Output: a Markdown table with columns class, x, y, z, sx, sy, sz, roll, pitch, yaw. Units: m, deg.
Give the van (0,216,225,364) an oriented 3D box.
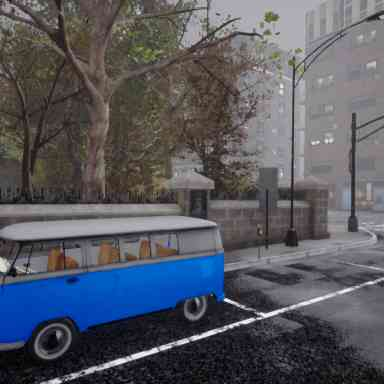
| class | x | y | z | sx | sy | sz | roll | pitch | yaw |
| --- | --- | --- | --- | --- | --- | --- | --- | --- | --- |
| van | -1.303 | 1.342 | 5.563 | 3.998 | 1.788 | 1.690 | 0 | 1 | -35 |
